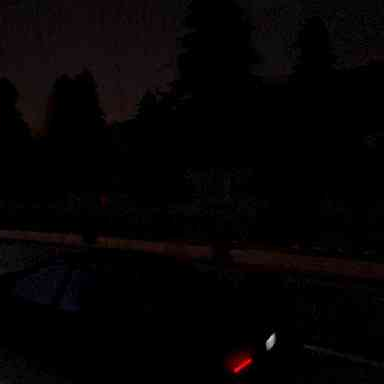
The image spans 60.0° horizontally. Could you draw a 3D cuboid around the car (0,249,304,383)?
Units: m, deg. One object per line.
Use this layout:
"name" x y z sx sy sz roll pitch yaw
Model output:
"car" -1.307 1.564 4.707 5.357 1.411 2.033 0 0 33
